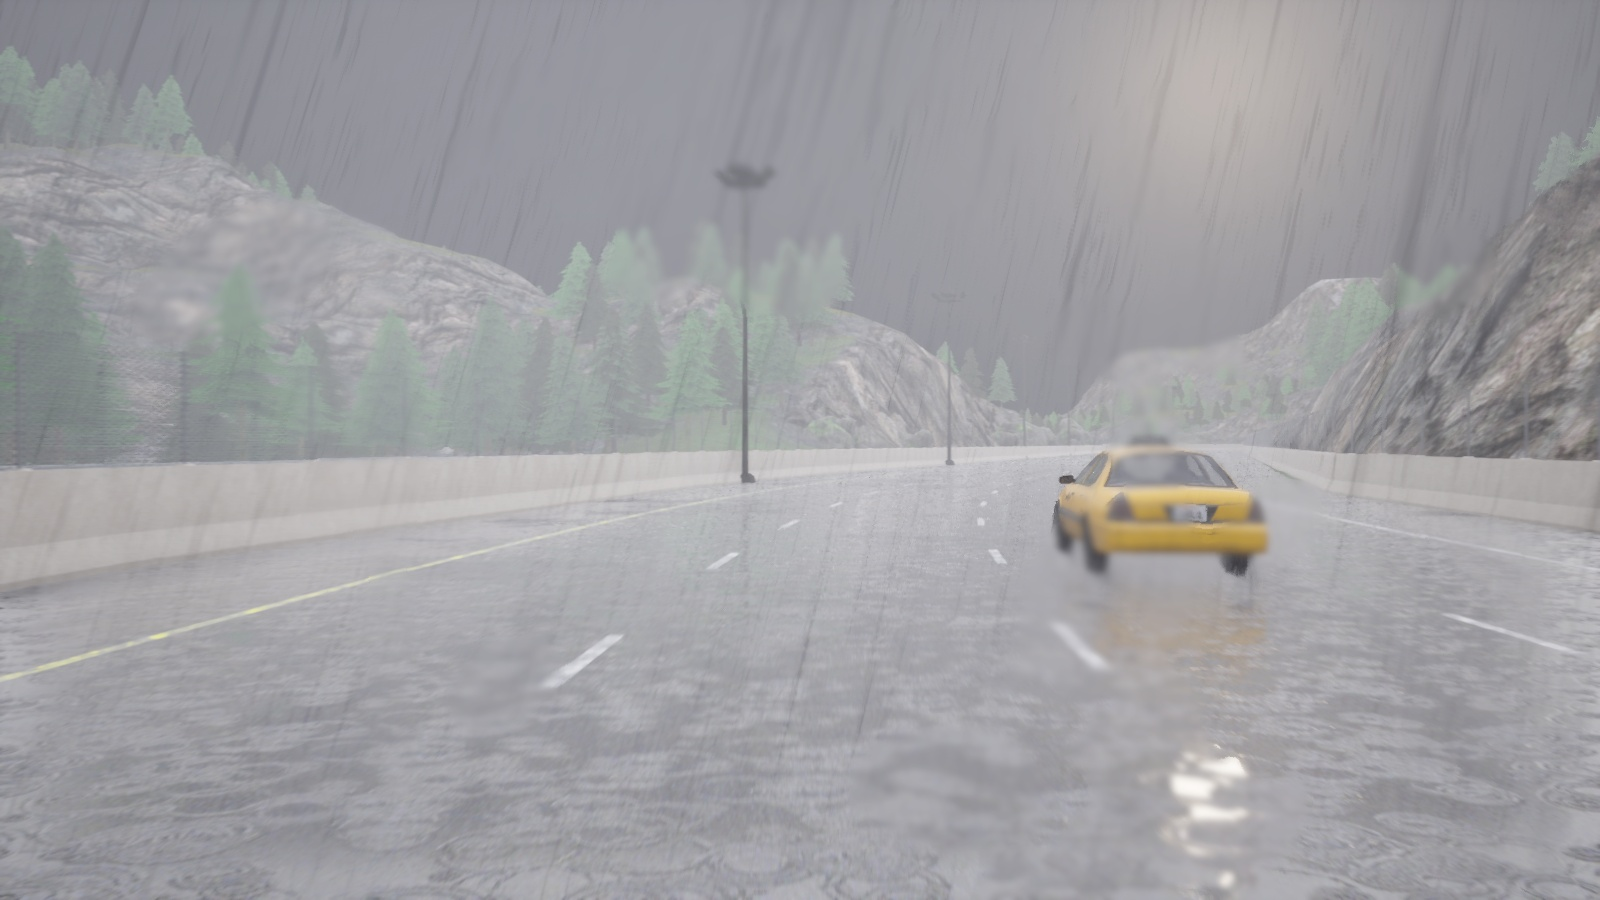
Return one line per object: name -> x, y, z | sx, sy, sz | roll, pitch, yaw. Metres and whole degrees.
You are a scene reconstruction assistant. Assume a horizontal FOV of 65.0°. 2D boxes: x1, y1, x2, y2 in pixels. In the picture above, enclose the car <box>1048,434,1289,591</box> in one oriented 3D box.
car -> 4.256, 0.611, 15.395 | 1.801, 1.575, 5.366 | 0, 0, 5
